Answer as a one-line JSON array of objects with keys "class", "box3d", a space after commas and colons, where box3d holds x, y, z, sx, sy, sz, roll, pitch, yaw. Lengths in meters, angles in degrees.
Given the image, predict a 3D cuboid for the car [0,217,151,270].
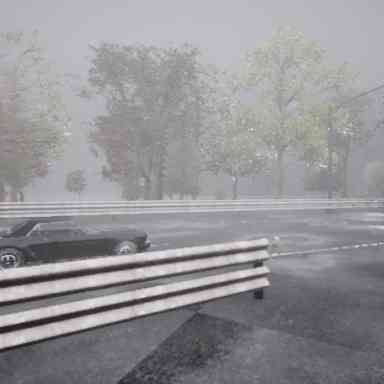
[{"class": "car", "box3d": [-3.624, 1.364, 9.439, 4.718, 1.301, 1.895, 0, 0, -27]}]
